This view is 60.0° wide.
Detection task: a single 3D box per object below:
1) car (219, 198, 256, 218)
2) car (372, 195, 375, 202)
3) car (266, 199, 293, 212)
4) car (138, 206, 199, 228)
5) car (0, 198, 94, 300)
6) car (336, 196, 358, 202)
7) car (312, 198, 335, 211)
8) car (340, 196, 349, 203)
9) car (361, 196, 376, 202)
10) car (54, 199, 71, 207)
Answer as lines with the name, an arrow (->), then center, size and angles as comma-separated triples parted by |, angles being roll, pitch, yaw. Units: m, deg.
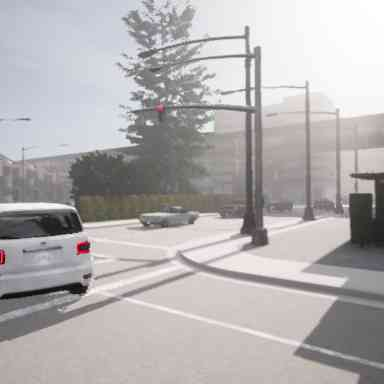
car -> 4.415, 1.456, 31.484 | 2.097, 1.767, 4.553 | -1, -1, 36
car -> 36.405, 1.549, 68.657 | 2.038, 1.542, 4.974 | -1, 0, 16
car -> 10.512, 1.604, 39.864 | 2.128, 1.511, 4.902 | -1, -1, 36
car -> -1.538, 1.697, 23.264 | 1.895, 1.301, 4.718 | -1, -1, 36
car -> -4.172, 1.261, 8.149 | 2.150, 2.045, 5.566 | -1, 0, -35
car -> 33.259, 1.440, 71.372 | 4.536, 1.218, 1.853 | 0, 0, -29
car -> 16.582, 1.578, 41.989 | 1.837, 1.490, 4.892 | -1, -1, 36
car -> 33.215, 1.598, 71.345 | 4.974, 1.542, 2.038 | 0, 0, -29
car -> 36.417, 1.392, 68.708 | 1.853, 1.218, 4.536 | -1, 0, 16
car -> -25.756, 2.173, 66.297 | 2.033, 1.411, 5.357 | 0, 0, -10
